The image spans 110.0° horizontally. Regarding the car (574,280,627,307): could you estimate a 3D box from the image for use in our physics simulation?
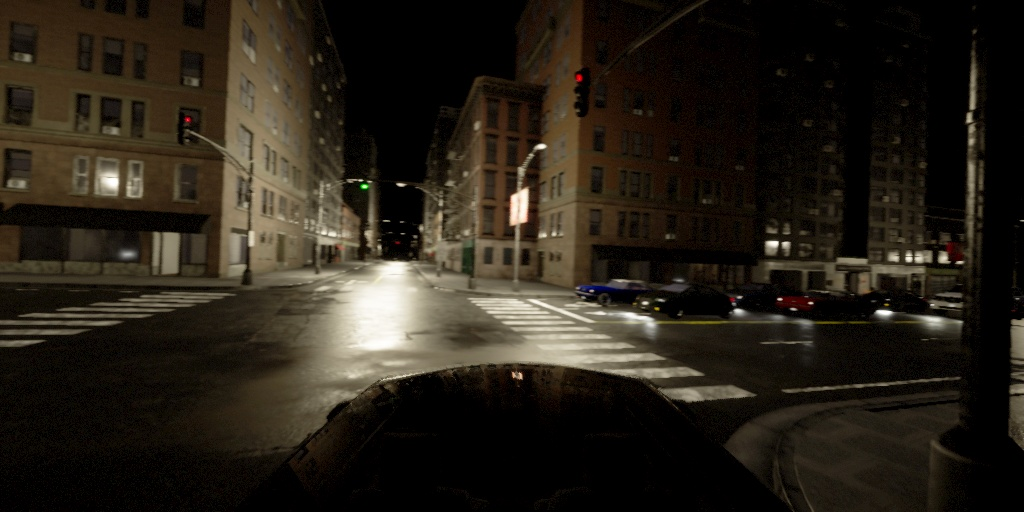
[{"bbox_3d":[5.659,1.864,18.441,4.718,1.301,1.895,3,-1,-17],"label":"car"}]

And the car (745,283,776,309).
[{"bbox_3d":[14.841,2.323,21.209,5.357,1.411,2.033,3,-1,-16],"label":"car"}]

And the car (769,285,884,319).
[{"bbox_3d":[15.861,2.396,18.121,4.718,1.301,1.895,3,-1,-17],"label":"car"}]

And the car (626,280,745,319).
[{"bbox_3d":[7.488,1.893,15.598,4.181,1.385,1.994,3,-1,-17],"label":"car"}]

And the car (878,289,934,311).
[{"bbox_3d":[26.057,2.964,24.579,4.181,1.385,1.994,3,-1,-17],"label":"car"}]

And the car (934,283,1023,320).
[{"bbox_3d":[28.652,2.730,21.963,5.566,2.045,2.150,3,-1,-17],"label":"car"}]
